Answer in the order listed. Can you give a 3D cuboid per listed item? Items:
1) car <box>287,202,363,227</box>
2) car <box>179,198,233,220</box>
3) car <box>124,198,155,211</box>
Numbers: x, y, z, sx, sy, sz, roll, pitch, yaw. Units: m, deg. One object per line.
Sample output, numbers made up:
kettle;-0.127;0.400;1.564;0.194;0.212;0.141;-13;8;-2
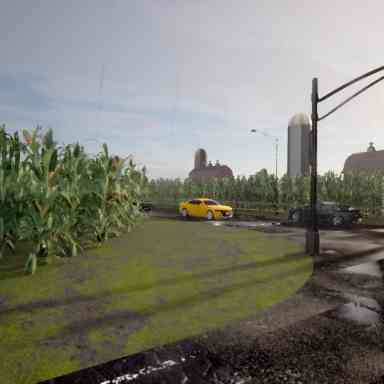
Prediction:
car;8.835;1.453;22.524;1.837;1.490;4.892;-1;1;-45
car;1.023;1.279;26.021;1.882;1.535;5.008;2;0;-38
car;-5.804;1.314;34.764;1.895;1.301;4.718;2;0;-38
